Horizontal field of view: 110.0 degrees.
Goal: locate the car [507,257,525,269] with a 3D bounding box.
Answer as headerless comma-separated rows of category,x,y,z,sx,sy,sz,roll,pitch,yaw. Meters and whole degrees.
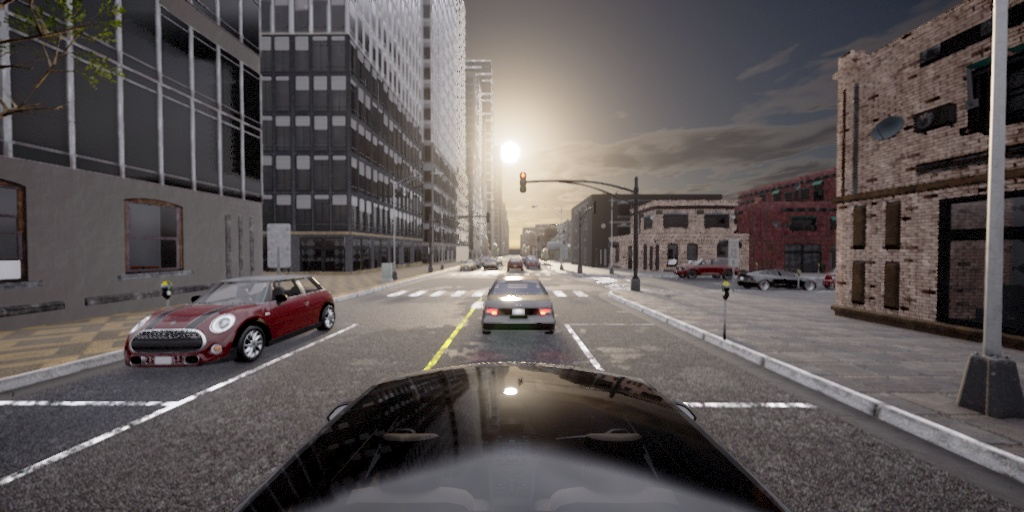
car,0.396,1.053,45.937,1.882,1.535,5.008,0,0,0

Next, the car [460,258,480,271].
car,-5.537,1.102,45.600,1.751,1.417,4.829,0,0,0

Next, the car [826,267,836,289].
car,22.096,1.394,22.442,4.097,1.591,1.967,0,0,1

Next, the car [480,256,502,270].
car,-2.781,1.115,47.975,2.033,1.411,5.357,0,0,1

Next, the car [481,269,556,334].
car,0.157,1.263,10.384,2.033,1.411,5.357,0,0,0

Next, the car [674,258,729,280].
car,16.712,1.054,30.927,5.009,1.841,2.192,0,0,1

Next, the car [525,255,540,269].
car,3.020,0.994,51.302,1.967,1.591,4.097,0,0,0

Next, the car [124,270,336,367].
car,-5.653,1.166,7.823,1.967,1.591,4.097,0,0,0

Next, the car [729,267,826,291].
car,16.549,1.467,22.550,4.313,1.339,1.948,0,0,1
